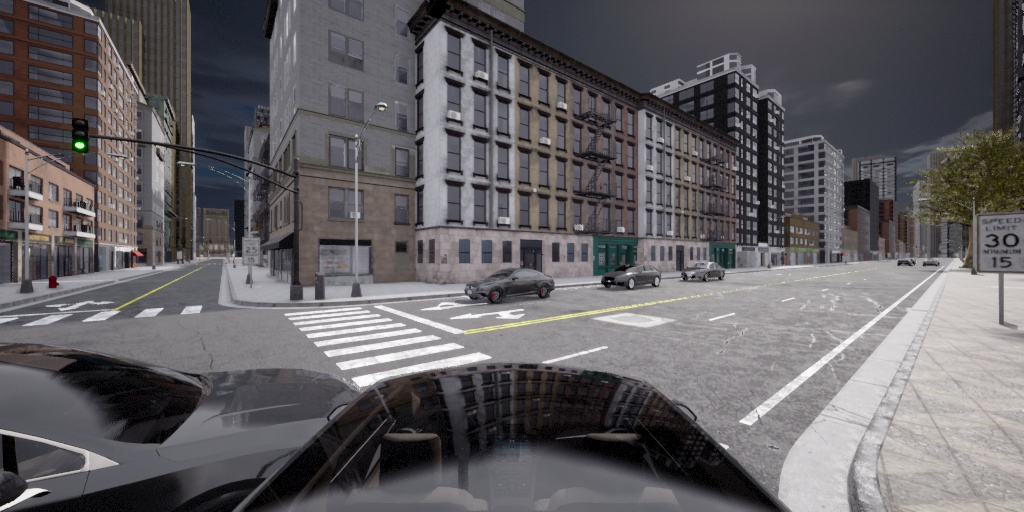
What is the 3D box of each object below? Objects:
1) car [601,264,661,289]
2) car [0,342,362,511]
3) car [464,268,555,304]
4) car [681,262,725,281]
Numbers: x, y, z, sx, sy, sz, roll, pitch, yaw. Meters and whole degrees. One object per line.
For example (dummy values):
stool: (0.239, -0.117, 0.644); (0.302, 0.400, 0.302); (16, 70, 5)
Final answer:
car: (7.706, 1.259, 22.982); (4.892, 1.490, 1.837); (0, 0, -39)
car: (-3.218, 1.257, 1.811); (4.892, 1.490, 1.837); (0, 0, -34)
car: (0.000, 1.287, 16.775); (4.674, 1.442, 1.812); (0, 0, -39)
car: (15.731, 1.236, 29.434); (4.902, 1.511, 2.128); (0, 0, -39)
